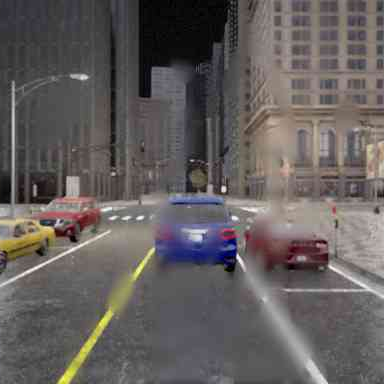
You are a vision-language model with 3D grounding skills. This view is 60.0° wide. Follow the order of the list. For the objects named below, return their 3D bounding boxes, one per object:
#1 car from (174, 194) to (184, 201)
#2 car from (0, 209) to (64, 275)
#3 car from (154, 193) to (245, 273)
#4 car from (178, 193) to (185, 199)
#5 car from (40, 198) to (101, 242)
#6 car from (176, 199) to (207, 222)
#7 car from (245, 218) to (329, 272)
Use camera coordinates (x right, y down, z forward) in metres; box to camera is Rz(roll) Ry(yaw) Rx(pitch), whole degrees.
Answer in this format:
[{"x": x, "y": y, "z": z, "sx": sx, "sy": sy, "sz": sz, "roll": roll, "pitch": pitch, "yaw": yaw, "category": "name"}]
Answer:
[{"x": -2.796, "y": 1.125, "z": 71.671, "sx": 1.882, "sy": 1.535, "sz": 5.008, "roll": 0, "pitch": 0, "yaw": 0, "category": "car"}, {"x": -5.829, "y": 1.456, "z": 10.224, "sx": 1.752, "sy": 1.417, "sz": 4.829, "roll": 0, "pitch": 0, "yaw": 0, "category": "car"}, {"x": 0.100, "y": 1.152, "z": 10.581, "sx": 2.150, "sy": 2.045, "sz": 5.566, "roll": 0, "pitch": 1, "yaw": 0, "category": "car"}, {"x": -2.767, "y": 1.097, "z": 88.100, "sx": 1.837, "sy": 1.490, "sz": 4.892, "roll": 0, "pitch": 0, "yaw": 0, "category": "car"}, {"x": -5.815, "y": 1.212, "z": 15.853, "sx": 2.192, "sy": 1.841, "sz": 5.009, "roll": 0, "pitch": 0, "yaw": 0, "category": "car"}, {"x": -0.156, "y": 1.362, "z": 26.512, "sx": 2.033, "sy": 1.411, "sz": 5.357, "roll": 0, "pitch": 1, "yaw": -5, "category": "car"}, {"x": 2.696, "y": 1.474, "z": 10.374, "sx": 1.887, "sy": 1.381, "sz": 4.507, "roll": 0, "pitch": 0, "yaw": 0, "category": "car"}]
